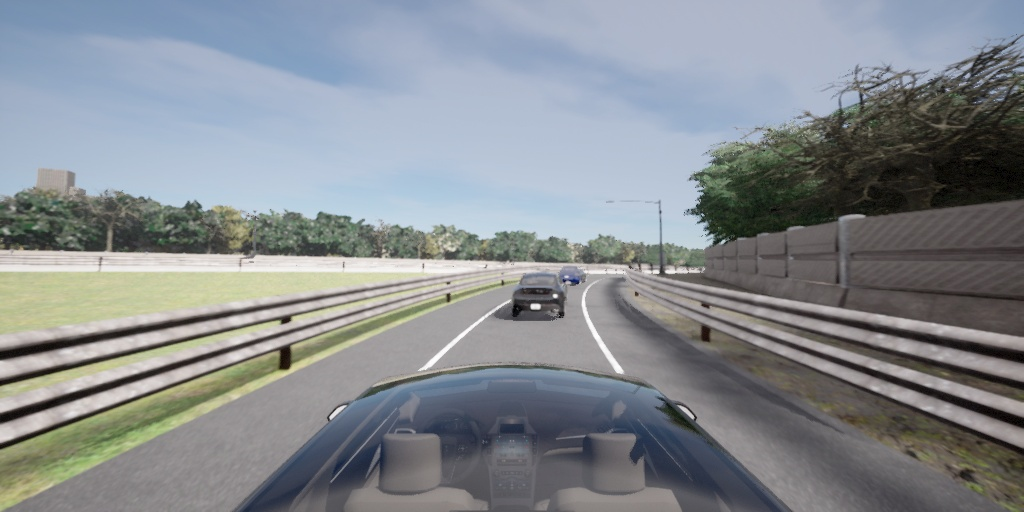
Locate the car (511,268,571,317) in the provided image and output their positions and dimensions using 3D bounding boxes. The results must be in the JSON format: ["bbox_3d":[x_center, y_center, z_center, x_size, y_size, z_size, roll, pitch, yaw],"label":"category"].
[{"bbox_3d":[1.177,1.379,13.843,1.837,1.490,4.892,0,0,10],"label":"car"}]

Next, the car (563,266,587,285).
[{"bbox_3d":[4.694,1.509,28.294,1.994,1.385,4.181,-1,0,19],"label":"car"}]
